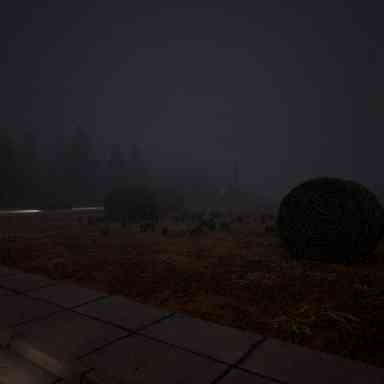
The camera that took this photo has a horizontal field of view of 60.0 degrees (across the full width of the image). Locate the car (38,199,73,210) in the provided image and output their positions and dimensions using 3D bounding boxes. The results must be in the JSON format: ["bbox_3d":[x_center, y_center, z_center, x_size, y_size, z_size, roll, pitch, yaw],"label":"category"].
[{"bbox_3d":[-17.059,1.555,41.727,1.994,1.385,4.181,0,0,37],"label":"car"}]
